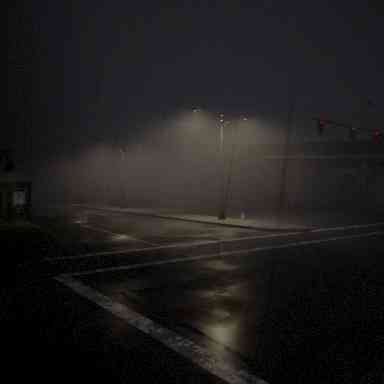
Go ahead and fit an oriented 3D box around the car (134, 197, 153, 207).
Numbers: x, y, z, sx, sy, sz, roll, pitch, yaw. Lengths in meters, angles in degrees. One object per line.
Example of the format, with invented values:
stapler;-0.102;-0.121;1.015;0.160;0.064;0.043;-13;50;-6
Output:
car;-8.196;1.547;52.752;2.033;1.411;5.357;0;0;-35

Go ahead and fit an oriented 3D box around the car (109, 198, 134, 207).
car;-11.061;1.564;50.741;1.994;1.385;4.181;0;0;-35

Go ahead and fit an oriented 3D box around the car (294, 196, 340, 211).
car;13.923;1.295;38.125;2.242;1.667;4.611;0;0;-35

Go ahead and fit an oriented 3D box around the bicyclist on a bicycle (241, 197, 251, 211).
bicyclist on a bicycle;6.346;1.430;39.768;1.656;1.620;0.582;-6;-7;-37

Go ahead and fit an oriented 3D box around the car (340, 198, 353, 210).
car;18.189;1.456;42.048;1.970;1.475;3.806;0;0;-35
